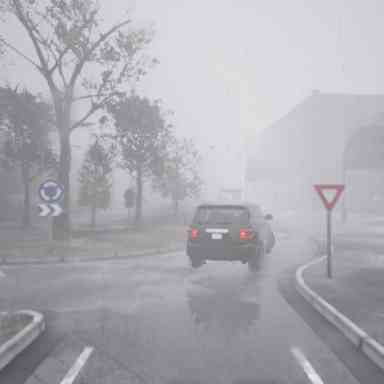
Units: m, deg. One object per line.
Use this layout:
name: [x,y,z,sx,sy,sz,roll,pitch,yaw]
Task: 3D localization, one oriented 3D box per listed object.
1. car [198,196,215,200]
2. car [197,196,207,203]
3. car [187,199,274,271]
car: [1.876,1.846,48.584,2.128,1.511,4.902,0,1,-2]
car: [2.303,1.641,77.473,2.128,1.511,4.902,0,0,5]
car: [1.555,1.380,11.818,2.150,2.045,5.566,-1,-1,19]
